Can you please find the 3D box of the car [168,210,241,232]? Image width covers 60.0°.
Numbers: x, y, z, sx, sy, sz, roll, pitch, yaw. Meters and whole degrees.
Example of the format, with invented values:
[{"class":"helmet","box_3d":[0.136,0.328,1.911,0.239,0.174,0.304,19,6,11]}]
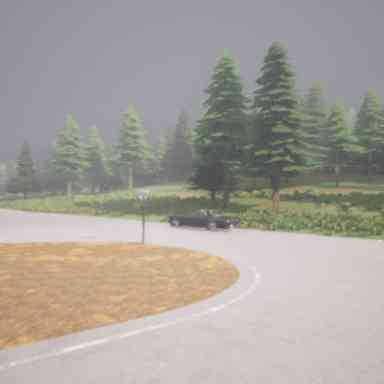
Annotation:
[{"class":"car","box_3d":[0.688,1.801,21.910,4.718,1.301,1.895,0,0,37]}]
